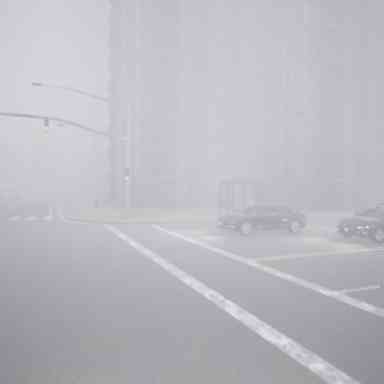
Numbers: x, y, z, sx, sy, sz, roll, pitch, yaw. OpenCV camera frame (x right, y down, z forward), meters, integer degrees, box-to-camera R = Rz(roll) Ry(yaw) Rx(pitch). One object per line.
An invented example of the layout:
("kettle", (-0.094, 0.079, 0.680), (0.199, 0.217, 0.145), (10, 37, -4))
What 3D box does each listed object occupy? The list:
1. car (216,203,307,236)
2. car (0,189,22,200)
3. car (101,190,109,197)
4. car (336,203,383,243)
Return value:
("car", (3.620, 1.343, 17.165), (4.892, 1.490, 1.837), (0, 1, -22))
("car", (-26.942, 0.276, 48.780), (2.097, 1.767, 4.553), (1, 1, -2))
("car", (-16.230, 0.335, 67.651), (1.812, 1.442, 4.674), (2, 1, 44))
("car", (9.062, 1.439, 15.675), (4.892, 1.490, 1.837), (0, 1, -23))
